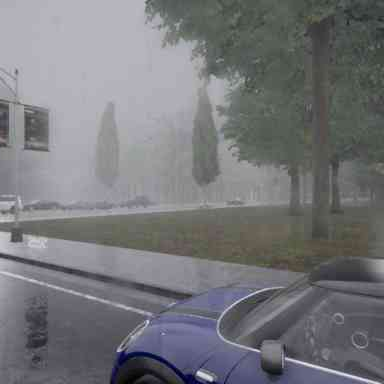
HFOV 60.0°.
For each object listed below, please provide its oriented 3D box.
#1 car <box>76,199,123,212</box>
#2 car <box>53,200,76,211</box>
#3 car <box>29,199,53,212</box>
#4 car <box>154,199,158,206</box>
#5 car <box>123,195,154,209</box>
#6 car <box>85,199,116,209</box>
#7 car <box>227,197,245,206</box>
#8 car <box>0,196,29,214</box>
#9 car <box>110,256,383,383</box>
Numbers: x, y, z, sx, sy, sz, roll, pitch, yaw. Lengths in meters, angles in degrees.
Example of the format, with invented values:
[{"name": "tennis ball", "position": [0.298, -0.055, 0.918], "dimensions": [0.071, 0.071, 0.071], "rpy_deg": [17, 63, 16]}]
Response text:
[{"name": "car", "position": [-11.794, 1.721, 42.749], "dimensions": [2.128, 1.511, 4.902], "rpy_deg": [0, 0, 35]}, {"name": "car", "position": [-15.067, 1.778, 44.055], "dimensions": [2.033, 1.411, 5.357], "rpy_deg": [0, 0, 35]}, {"name": "car", "position": [-19.724, 1.695, 43.067], "dimensions": [1.882, 1.535, 5.008], "rpy_deg": [0, 0, 35]}, {"name": "car", "position": [-8.090, 1.836, 59.626], "dimensions": [2.128, 1.511, 4.902], "rpy_deg": [0, 0, 36]}, {"name": "car", "position": [-9.075, 1.515, 52.606], "dimensions": [2.150, 2.045, 5.566], "rpy_deg": [0, 0, 36]}, {"name": "car", "position": [-14.040, 1.837, 51.185], "dimensions": [1.994, 1.385, 4.181], "rpy_deg": [0, 0, 35]}, {"name": "car", "position": [8.852, 1.818, 66.558], "dimensions": [2.097, 1.767, 4.553], "rpy_deg": [0, -1, 35]}, {"name": "car", "position": [-21.033, 1.399, 35.541], "dimensions": [2.150, 2.045, 5.566], "rpy_deg": [0, 0, 34]}, {"name": "car", "position": [1.436, 1.352, 2.665], "dimensions": [4.553, 1.767, 2.097], "rpy_deg": [0, 0, 36]}]
